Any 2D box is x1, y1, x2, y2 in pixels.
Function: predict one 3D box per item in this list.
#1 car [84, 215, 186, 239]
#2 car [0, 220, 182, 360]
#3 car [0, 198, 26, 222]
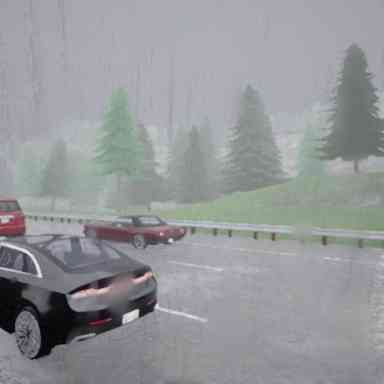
[{"bbox_3d":[-2.648,1.646,14.485,4.718,1.301,1.895,0,0,36],"label":"car"},{"bbox_3d":[-2.820,1.516,6.006,4.902,1.511,2.128,0,0,36],"label":"car"},{"bbox_3d":[-9.888,1.295,15.366,5.566,2.045,2.150,0,0,36],"label":"car"}]
